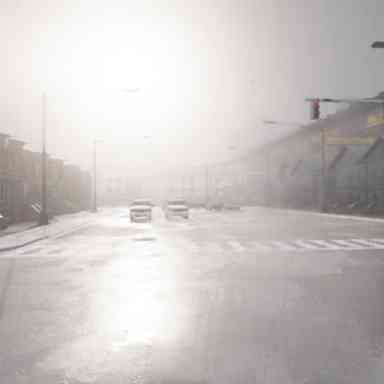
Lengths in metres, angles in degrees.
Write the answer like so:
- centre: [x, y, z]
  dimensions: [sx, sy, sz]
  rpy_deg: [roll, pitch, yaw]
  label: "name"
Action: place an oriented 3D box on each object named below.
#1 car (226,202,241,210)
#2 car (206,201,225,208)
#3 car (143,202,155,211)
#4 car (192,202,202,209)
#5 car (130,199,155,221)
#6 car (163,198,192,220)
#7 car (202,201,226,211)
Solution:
- centre: [6.751, 2.347, 55.933]
  dimensions: [1.895, 1.301, 4.718]
  rpy_deg: [0, -1, -8]
  label: "car"
- centre: [4.541, 2.430, 65.541]
  dimensions: [1.812, 1.442, 4.674]
  rpy_deg: [0, -1, -23]
  label: "car"
- centre: [-7.251, 2.396, 55.596]
  dimensions: [1.812, 1.442, 4.674]
  rpy_deg: [0, -1, -8]
  label: "car"
- centre: [1.239, 2.518, 64.374]
  dimensions: [1.895, 1.301, 4.718]
  rpy_deg: [0, -1, -23]
  label: "car"
- centre: [-5.076, 1.759, 33.925]
  dimensions: [2.150, 2.045, 5.566]
  rpy_deg: [0, -1, -6]
  label: "car"
- centre: [-1.601, 1.734, 34.346]
  dimensions: [2.150, 2.045, 5.566]
  rpy_deg: [0, -1, -6]
  label: "car"
- centre: [3.470, 2.299, 54.214]
  dimensions: [2.033, 1.411, 5.357]
  rpy_deg: [0, -1, -7]
  label: "car"
